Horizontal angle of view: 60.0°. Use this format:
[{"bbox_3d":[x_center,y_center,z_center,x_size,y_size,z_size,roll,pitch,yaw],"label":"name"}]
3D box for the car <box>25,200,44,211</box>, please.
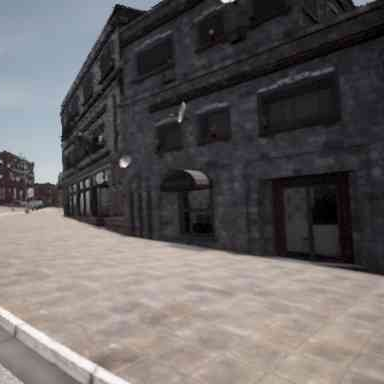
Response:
[{"bbox_3d":[-30.935,2.709,65.433,2.150,2.045,5.566,-2,-1,-9],"label":"car"}]
